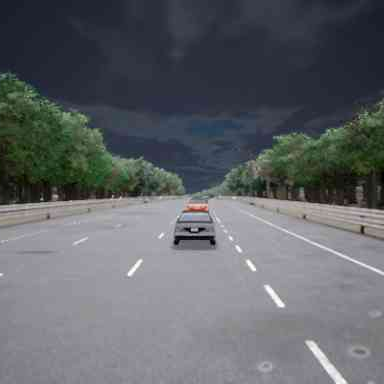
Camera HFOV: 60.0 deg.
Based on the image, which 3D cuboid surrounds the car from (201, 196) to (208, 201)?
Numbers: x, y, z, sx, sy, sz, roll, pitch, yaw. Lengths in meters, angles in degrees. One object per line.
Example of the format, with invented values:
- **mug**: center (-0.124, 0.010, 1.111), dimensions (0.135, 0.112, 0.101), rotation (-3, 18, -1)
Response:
- **car**: center (3.468, 1.812, 92.425), dimensions (1.882, 1.535, 5.008), rotation (0, -1, 3)

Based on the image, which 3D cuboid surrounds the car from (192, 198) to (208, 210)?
- **car**: center (1.120, 1.564, 46.316), dimensions (2.128, 1.511, 4.902), rotation (0, 0, 3)

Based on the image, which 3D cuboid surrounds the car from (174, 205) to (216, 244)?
- **car**: center (0.141, 1.559, 15.868), dimensions (2.033, 1.411, 5.357), rotation (0, 0, 1)

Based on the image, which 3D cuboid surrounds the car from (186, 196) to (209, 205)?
- **car**: center (0.518, 1.385, 31.181), dimensions (2.097, 1.767, 4.553), rotation (0, 0, 2)

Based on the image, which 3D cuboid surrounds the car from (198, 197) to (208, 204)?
- **car**: center (2.322, 1.724, 70.086), dimensions (1.994, 1.385, 4.181), rotation (0, 0, 3)
